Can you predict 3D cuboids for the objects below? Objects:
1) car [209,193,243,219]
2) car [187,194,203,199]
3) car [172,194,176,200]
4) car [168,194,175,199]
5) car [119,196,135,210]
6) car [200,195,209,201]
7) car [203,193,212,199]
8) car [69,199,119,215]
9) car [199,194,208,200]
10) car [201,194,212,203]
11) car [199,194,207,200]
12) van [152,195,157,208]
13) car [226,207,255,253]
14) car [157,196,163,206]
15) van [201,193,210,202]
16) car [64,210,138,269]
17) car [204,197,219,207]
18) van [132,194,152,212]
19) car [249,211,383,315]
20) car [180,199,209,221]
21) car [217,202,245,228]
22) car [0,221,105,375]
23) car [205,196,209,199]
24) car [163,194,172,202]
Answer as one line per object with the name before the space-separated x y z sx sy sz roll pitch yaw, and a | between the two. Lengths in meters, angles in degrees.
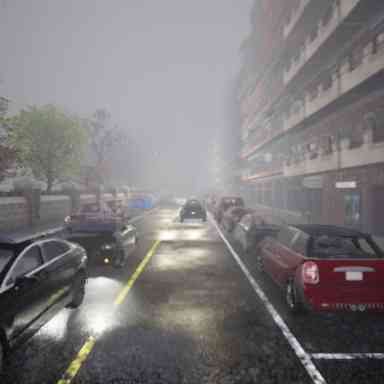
car | 2.702 1.217 24.356 2.192 1.841 5.009 0 0 0
car | 0.117 1.319 46.093 2.128 1.511 4.902 0 0 0
car | -5.657 1.293 86.294 1.947 1.339 4.313 0 0 0
car | -5.655 1.295 91.925 1.802 1.307 4.206 0 0 0
car | -5.678 1.342 24.360 1.967 1.590 4.097 0 0 0
car | 2.719 1.321 75.029 1.947 1.339 4.313 0 0 0
car | 2.708 1.284 41.247 1.967 1.590 4.097 0 0 0
car | -5.681 1.363 18.731 1.967 1.590 4.097 0 0 0
car | 2.721 1.292 80.660 2.008 1.369 4.403 0 0 0
car | 2.715 1.223 63.767 1.967 1.590 4.097 0 0 0
car | 2.724 1.272 86.290 1.887 1.381 4.507 0 0 0
van | -5.672 1.184 41.249 1.690 1.788 3.998 0 0 0
car | 2.697 1.496 13.097 2.008 1.369 4.403 0 0 0
car | -5.671 1.377 46.880 2.008 1.369 4.403 0 0 0
van | 2.718 1.110 69.398 1.690 1.788 3.998 0 0 0
car | -2.995 1.518 10.879 1.994 1.385 4.181 0 0 0
car | 2.709 1.409 46.878 1.802 1.307 4.206 0 0 0
van | -5.675 1.203 35.620 1.690 1.788 3.998 0 0 0
car | 2.696 1.408 7.467 1.967 1.590 4.097 0 0 0
car | 0.095 1.460 25.918 1.994 1.385 4.181 0 0 0
car | 2.700 1.468 18.727 1.887 1.381 4.507 0 0 0
car | -3.075 1.470 5.027 2.128 1.511 4.902 0 0 0
car | 2.705 1.407 35.618 1.887 1.381 4.507 0 0 0
car | -5.663 1.294 69.232 1.752 1.417 4.829 0 0 0
